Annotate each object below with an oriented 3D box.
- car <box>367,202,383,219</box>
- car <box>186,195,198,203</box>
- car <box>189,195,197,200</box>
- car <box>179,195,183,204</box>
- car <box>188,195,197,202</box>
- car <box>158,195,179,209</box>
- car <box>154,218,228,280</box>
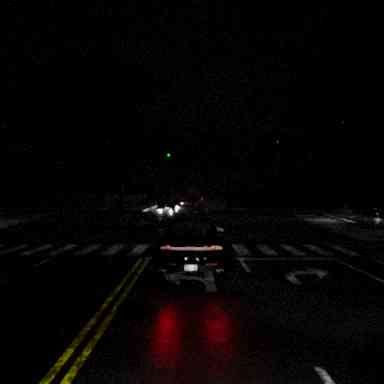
[{"bbox_3d":[16.433,1.398,25.069,4.902,1.511,2.128,0,2,0],"label":"car"},{"bbox_3d":[0.050,1.309,61.493,1.812,1.442,4.674,0,0,1],"label":"car"},{"bbox_3d":[0.294,1.318,80.752,1.895,1.301,4.718,0,0,1],"label":"car"},{"bbox_3d":[-2.924,1.371,51.445,1.895,1.301,4.718,0,0,1],"label":"car"},{"bbox_3d":[0.176,1.362,71.508,1.994,1.385,4.181,0,0,1],"label":"car"},{"bbox_3d":[-3.062,1.333,41.211,1.994,1.385,4.181,0,0,1],"label":"car"},{"bbox_3d":[-0.019,1.535,10.074,2.128,1.511,4.902,0,0,0],"label":"car"}]
